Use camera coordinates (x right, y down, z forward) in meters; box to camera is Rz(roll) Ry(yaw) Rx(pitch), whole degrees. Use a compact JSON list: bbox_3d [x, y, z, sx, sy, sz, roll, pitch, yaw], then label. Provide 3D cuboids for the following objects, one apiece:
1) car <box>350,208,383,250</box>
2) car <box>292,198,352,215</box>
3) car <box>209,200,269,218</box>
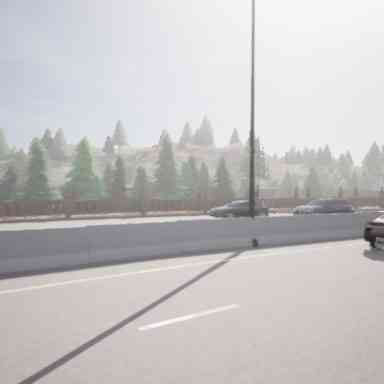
[{"bbox_3d":[8.680,1.434,12.587,4.902,1.511,2.128,0,0,-26],"label":"car"},{"bbox_3d":[9.732,1.271,24.779,4.553,1.767,2.097,0,0,-22],"label":"car"},{"bbox_3d":[3.702,1.423,25.932,4.892,1.490,1.837,0,0,-25],"label":"car"}]
